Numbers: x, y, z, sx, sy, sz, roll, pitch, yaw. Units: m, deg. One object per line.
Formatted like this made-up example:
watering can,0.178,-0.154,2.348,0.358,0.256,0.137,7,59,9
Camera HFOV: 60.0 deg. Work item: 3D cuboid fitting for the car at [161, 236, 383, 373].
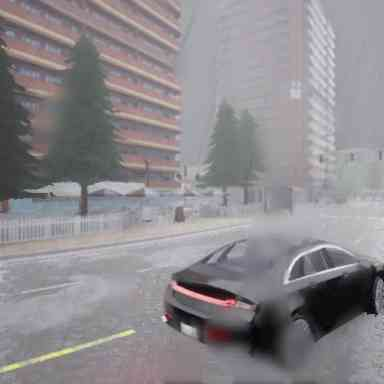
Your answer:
car,1.753,1.520,5.775,4.902,1.511,2.128,0,0,-42
